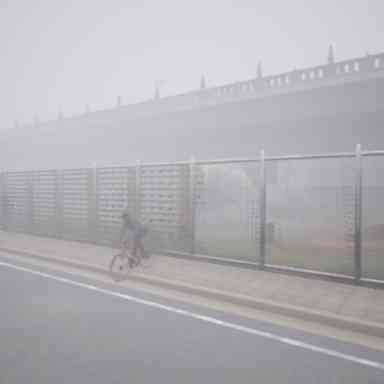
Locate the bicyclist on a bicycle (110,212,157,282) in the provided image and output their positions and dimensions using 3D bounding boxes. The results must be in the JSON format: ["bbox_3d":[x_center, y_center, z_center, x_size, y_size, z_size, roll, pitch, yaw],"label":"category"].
[{"bbox_3d":[-1.481,1.298,8.373,0.582,1.620,1.656,1,9,35],"label":"bicyclist on a bicycle"}]
